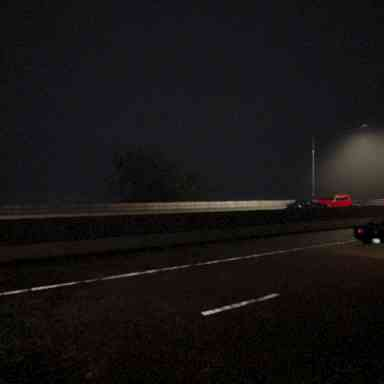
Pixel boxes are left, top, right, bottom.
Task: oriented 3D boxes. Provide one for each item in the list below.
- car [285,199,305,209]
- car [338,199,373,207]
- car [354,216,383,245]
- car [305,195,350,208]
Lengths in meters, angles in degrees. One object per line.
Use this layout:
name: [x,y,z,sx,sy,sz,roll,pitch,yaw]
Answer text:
car: [13.016,1.650,39.063,4.892,1.490,1.837,0,0,-35]
car: [16.994,1.709,33.305,4.181,1.385,1.994,0,0,-35]
car: [9.204,1.673,14.614,4.718,1.301,1.895,0,0,-35]
car: [15.296,1.368,36.392,5.566,2.045,2.150,0,0,-35]
